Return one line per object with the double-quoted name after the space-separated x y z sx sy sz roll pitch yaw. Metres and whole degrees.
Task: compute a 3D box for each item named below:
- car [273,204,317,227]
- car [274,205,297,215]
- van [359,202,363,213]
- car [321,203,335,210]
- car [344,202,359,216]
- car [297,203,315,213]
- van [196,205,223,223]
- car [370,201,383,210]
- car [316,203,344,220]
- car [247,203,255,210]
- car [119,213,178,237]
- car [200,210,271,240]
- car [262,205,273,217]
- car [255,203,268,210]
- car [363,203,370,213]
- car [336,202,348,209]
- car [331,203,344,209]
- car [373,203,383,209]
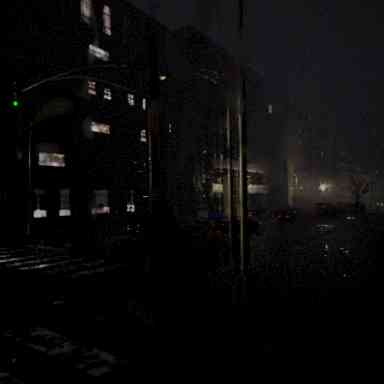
8.884 2.086 28.556 1.967 1.590 4.097 -3 -3 35 "car"
14.404 2.775 51.081 2.008 1.369 4.403 -3 -3 35 "car"
24.362 2.502 50.720 1.690 1.788 3.998 -3 -3 35 "van"
29.882 3.176 73.245 1.967 1.590 4.097 -3 -3 35 "car"
21.265 2.373 46.289 2.192 1.841 5.009 -3 -3 35 "car"
20.594 2.869 59.949 1.967 1.590 4.097 -3 -3 35 "car"
2.017 2.153 33.361 1.690 1.788 3.998 -3 -3 35 "van"
39.561 3.222 72.463 2.008 1.369 4.403 -3 -3 35 "car"
15.074 2.167 37.425 2.192 1.841 5.009 -3 -3 35 "car"
5.115 2.355 37.789 1.967 1.590 4.097 -3 -3 35 "car"
-2.757 2.094 21.967 1.994 1.385 4.181 -1 -2 35 "car"
2.696 1.991 19.688 2.008 1.369 4.403 -3 -3 35 "car"
10.929 2.585 41.509 1.895 1.301 4.718 -1 -2 35 "car"
8.208 2.333 42.226 2.192 1.841 5.009 -3 -3 35 "car"
27.457 2.578 55.153 2.192 1.841 5.009 -3 -3 35 "car"
39.045 3.477 86.362 1.967 1.590 4.097 -3 -3 35 "car"
35.754 3.454 81.646 1.752 1.417 4.829 -3 -3 35 "car"
45.919 3.438 81.622 1.947 1.339 4.313 -3 -3 35 "car"
